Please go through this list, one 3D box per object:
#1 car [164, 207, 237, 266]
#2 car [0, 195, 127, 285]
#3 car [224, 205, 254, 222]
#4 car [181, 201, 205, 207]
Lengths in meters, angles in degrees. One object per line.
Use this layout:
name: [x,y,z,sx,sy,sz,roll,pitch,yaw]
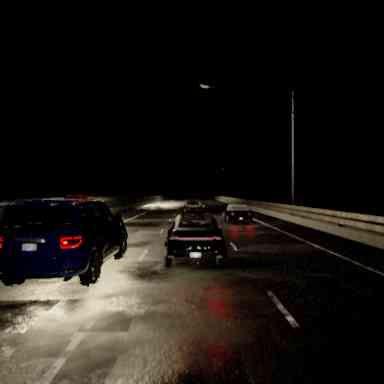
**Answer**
car: [0.093,1.516,11.609,2.128,1.511,4.902,0,0,0]
car: [-3.409,1.243,9.664,2.150,2.045,5.566,0,0,0]
car: [3.581,1.653,26.523,1.895,1.301,4.718,0,0,0]
car: [0.081,1.564,29.326,1.837,1.490,4.892,0,0,0]
